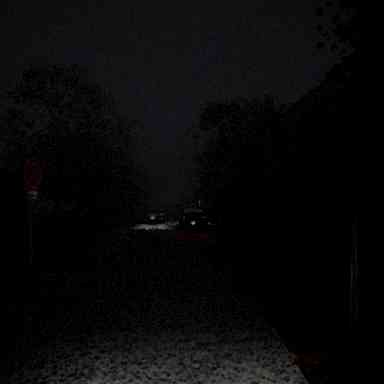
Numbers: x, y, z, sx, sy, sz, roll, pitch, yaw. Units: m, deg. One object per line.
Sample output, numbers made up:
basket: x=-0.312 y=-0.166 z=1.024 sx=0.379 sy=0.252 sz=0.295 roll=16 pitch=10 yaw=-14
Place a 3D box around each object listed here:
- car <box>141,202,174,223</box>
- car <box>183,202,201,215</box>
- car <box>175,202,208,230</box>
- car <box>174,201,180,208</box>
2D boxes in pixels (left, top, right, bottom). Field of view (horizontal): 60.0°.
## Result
car: x=-2.895 y=1.661 z=26.868 sx=2.128 sy=1.511 sz=4.902 roll=0 pitch=-1 yaw=0
car: x=-0.005 y=1.934 z=40.182 sx=2.033 sy=1.411 sz=5.357 roll=0 pitch=-1 yaw=0
car: x=0.071 y=1.634 z=21.706 sx=1.812 sy=1.442 sz=4.674 roll=0 pitch=-1 yaw=0
car: x=-3.062 y=2.585 z=67.407 sx=1.882 sy=1.535 sz=5.008 roll=0 pitch=-2 yaw=0
